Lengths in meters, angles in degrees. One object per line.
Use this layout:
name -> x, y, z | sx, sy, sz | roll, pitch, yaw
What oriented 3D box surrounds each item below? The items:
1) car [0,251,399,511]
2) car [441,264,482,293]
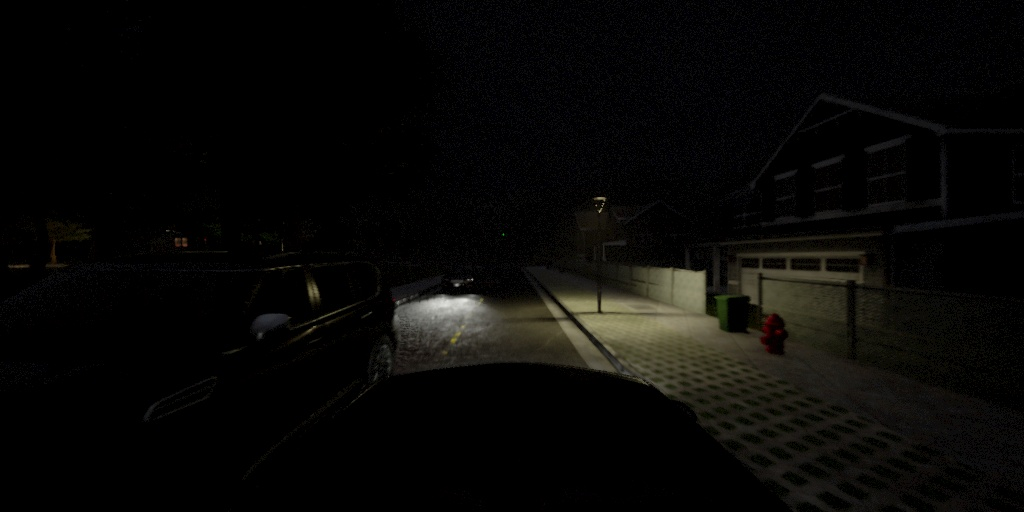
car -> -2.828, 0.968, 3.382 | 2.150, 2.045, 5.566 | 0, 0, 0
car -> -2.791, 1.214, 20.734 | 2.128, 1.511, 4.902 | 0, 0, 0
